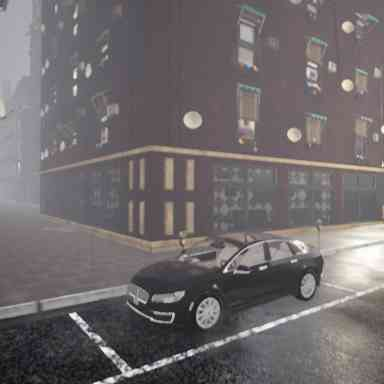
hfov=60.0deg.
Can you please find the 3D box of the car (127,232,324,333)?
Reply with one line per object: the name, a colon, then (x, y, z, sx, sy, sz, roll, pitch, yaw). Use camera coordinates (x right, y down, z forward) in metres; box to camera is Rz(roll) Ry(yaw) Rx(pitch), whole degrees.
car: (0.870, 1.536, 6.668, 4.403, 1.369, 2.008, 0, 1, -35)
